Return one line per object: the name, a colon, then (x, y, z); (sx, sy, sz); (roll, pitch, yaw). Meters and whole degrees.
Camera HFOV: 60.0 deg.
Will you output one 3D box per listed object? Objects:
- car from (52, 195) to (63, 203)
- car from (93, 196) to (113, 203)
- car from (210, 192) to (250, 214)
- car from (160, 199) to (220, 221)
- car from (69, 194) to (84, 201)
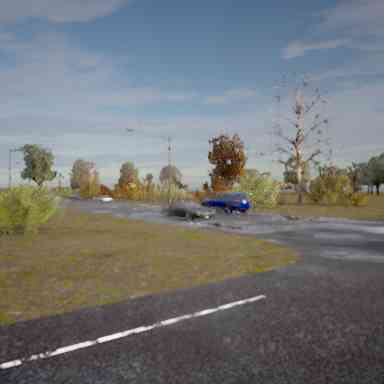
car: (-23.597, 1.170, 56.904); (1.882, 1.535, 5.008); (-1, 1, -35)
car: (-15.577, 1.275, 57.725); (1.895, 1.301, 4.718); (0, 1, -37)
car: (3.255, 1.060, 32.847); (2.150, 2.045, 5.566); (0, 0, -37)
car: (-0.500, 1.423, 26.242); (2.033, 1.411, 5.357); (0, 0, -37)
car: (-23.983, 1.110, 68.824); (2.128, 1.511, 4.902); (0, 1, -37)
